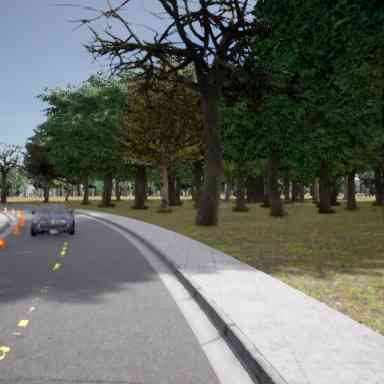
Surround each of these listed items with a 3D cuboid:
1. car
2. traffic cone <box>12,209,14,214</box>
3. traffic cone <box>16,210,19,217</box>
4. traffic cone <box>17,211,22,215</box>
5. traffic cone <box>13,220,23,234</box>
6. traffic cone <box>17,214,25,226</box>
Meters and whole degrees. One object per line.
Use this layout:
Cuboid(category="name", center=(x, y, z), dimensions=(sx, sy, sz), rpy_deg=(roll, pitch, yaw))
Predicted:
Cuboid(category="car", center=(-7.645, 1.364, 18.344), dimensions=(2.097, 1.767, 4.553), rpy_deg=(0, 0, -23))
Cuboid(category="traffic cone", center=(-18.839, 2.011, 35.007), dimensions=(0.340, 0.580, 0.340), rpy_deg=(0, 0, -35))
Cuboid(category="traffic cone", center=(-16.157, 2.000, 30.950), dimensions=(0.340, 0.580, 0.340), rpy_deg=(0, 0, -32))
Cuboid(category="traffic cone", center=(-13.703, 1.989, 26.751), dimensions=(0.340, 0.580, 0.340), rpy_deg=(0, 0, -29))
Cuboid(category="traffic cone", center=(-9.500, 1.968, 17.981), dimensions=(0.340, 0.580, 0.340), rpy_deg=(0, 0, -22))
Cuboid(category="traffic cone", center=(-11.481, 1.979, 22.423), dimensions=(0.340, 0.580, 0.340), rpy_deg=(0, 0, -26))
